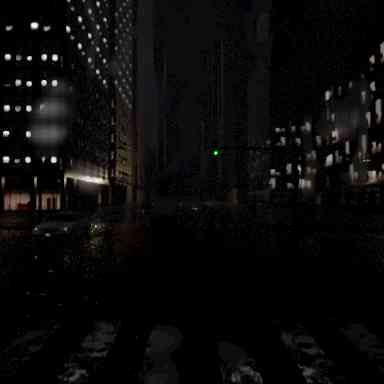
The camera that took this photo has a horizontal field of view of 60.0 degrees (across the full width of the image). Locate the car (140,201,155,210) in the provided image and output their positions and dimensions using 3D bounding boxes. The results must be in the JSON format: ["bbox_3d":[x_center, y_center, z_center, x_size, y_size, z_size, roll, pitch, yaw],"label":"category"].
[{"bbox_3d":[-7.389,2.140,55.625,1.994,1.385,4.181,0,-1,-1],"label":"car"}]

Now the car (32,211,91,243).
[{"bbox_3d":[-6.704,1.770,17.659,1.812,1.442,4.674,0,-2,-1],"label":"car"}]
